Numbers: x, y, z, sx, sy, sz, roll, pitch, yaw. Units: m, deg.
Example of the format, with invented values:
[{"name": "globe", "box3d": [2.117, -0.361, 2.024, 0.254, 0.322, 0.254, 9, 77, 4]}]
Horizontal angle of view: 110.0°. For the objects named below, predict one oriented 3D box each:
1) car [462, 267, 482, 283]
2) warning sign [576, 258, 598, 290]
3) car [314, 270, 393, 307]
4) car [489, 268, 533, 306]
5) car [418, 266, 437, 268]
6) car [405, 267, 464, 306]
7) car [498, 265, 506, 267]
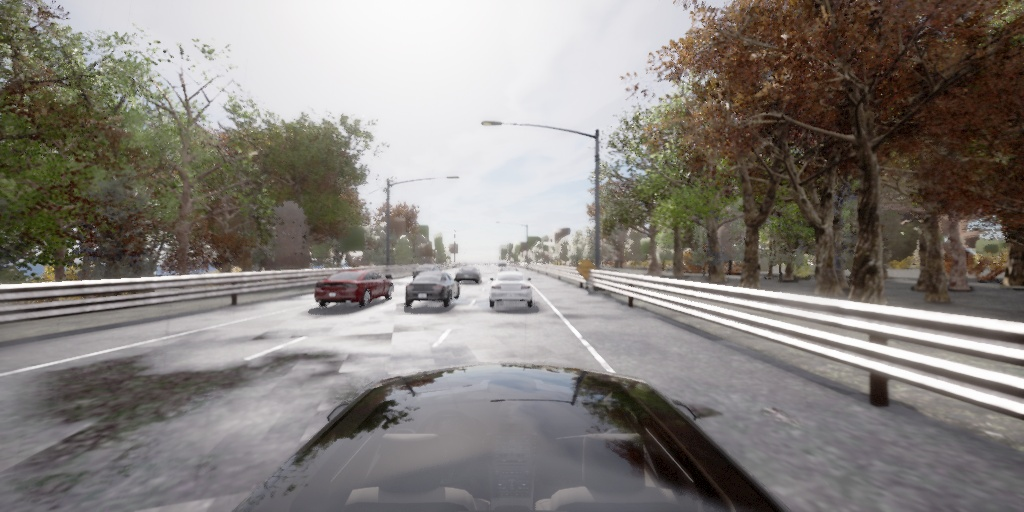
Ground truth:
[{"name": "car", "box3d": [-3.762, 1.632, 31.424, 1.994, 1.385, 4.181, 0, -1, -1]}, {"name": "warning sign", "box3d": [4.441, 1.067, 21.241, 1.300, 1.860, 1.060, 0, 0, -1]}, {"name": "car", "box3d": [-7.055, 1.377, 16.521, 1.882, 1.535, 5.008, 0, 0, 0]}, {"name": "car", "box3d": [-0.055, 1.425, 16.502, 1.812, 1.442, 4.674, 0, 0, 0]}, {"name": "car", "box3d": [-7.262, 1.575, 31.373, 1.837, 1.490, 4.892, 0, 0, -1]}, {"name": "car", "box3d": [-3.555, 1.425, 16.469, 1.812, 1.442, 4.674, 0, 0, 0]}, {"name": "car", "box3d": [-0.262, 1.668, 31.303, 1.895, 1.301, 4.718, 0, -1, -1]}]
